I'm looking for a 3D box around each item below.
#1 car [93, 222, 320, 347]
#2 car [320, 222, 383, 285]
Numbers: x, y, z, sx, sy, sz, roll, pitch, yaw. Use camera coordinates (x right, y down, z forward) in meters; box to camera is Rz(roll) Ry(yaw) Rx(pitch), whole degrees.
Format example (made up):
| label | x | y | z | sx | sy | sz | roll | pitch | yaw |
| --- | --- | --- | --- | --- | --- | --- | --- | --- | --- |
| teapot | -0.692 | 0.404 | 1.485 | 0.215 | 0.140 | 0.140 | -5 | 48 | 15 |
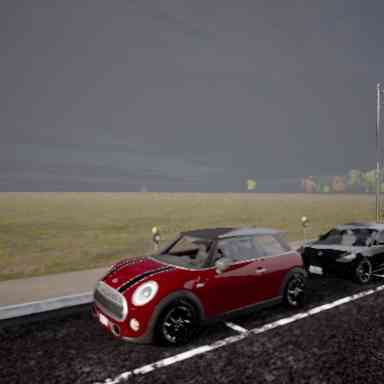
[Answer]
| label | x | y | z | sx | sy | sz | roll | pitch | yaw |
| --- | --- | --- | --- | --- | --- | --- | --- | --- | --- |
| car | 0.271 | 1.442 | 6.281 | 4.097 | 1.590 | 1.967 | 0 | 1 | -36 |
| car | 4.872 | 1.570 | 9.567 | 4.313 | 1.339 | 1.947 | 0 | 1 | -36 |
